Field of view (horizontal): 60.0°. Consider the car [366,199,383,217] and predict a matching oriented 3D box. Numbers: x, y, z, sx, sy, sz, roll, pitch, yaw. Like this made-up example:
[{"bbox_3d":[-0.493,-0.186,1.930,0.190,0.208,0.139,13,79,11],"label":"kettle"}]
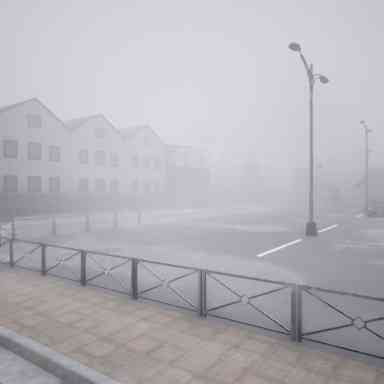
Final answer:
[{"bbox_3d":[15.362,1.298,26.847,2.007,1.523,4.514,0,0,35],"label":"car"}]
